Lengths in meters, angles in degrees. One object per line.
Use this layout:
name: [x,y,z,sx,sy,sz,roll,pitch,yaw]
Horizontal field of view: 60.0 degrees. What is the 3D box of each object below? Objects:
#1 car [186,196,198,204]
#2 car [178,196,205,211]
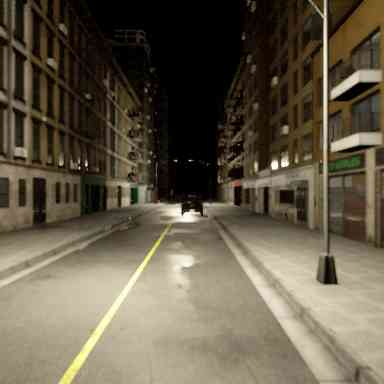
car: [0.010,1.306,56.737,1.895,1.301,4.718,0,0,0]
car: [0.005,1.164,27.715,1.837,1.490,4.892,0,0,0]
